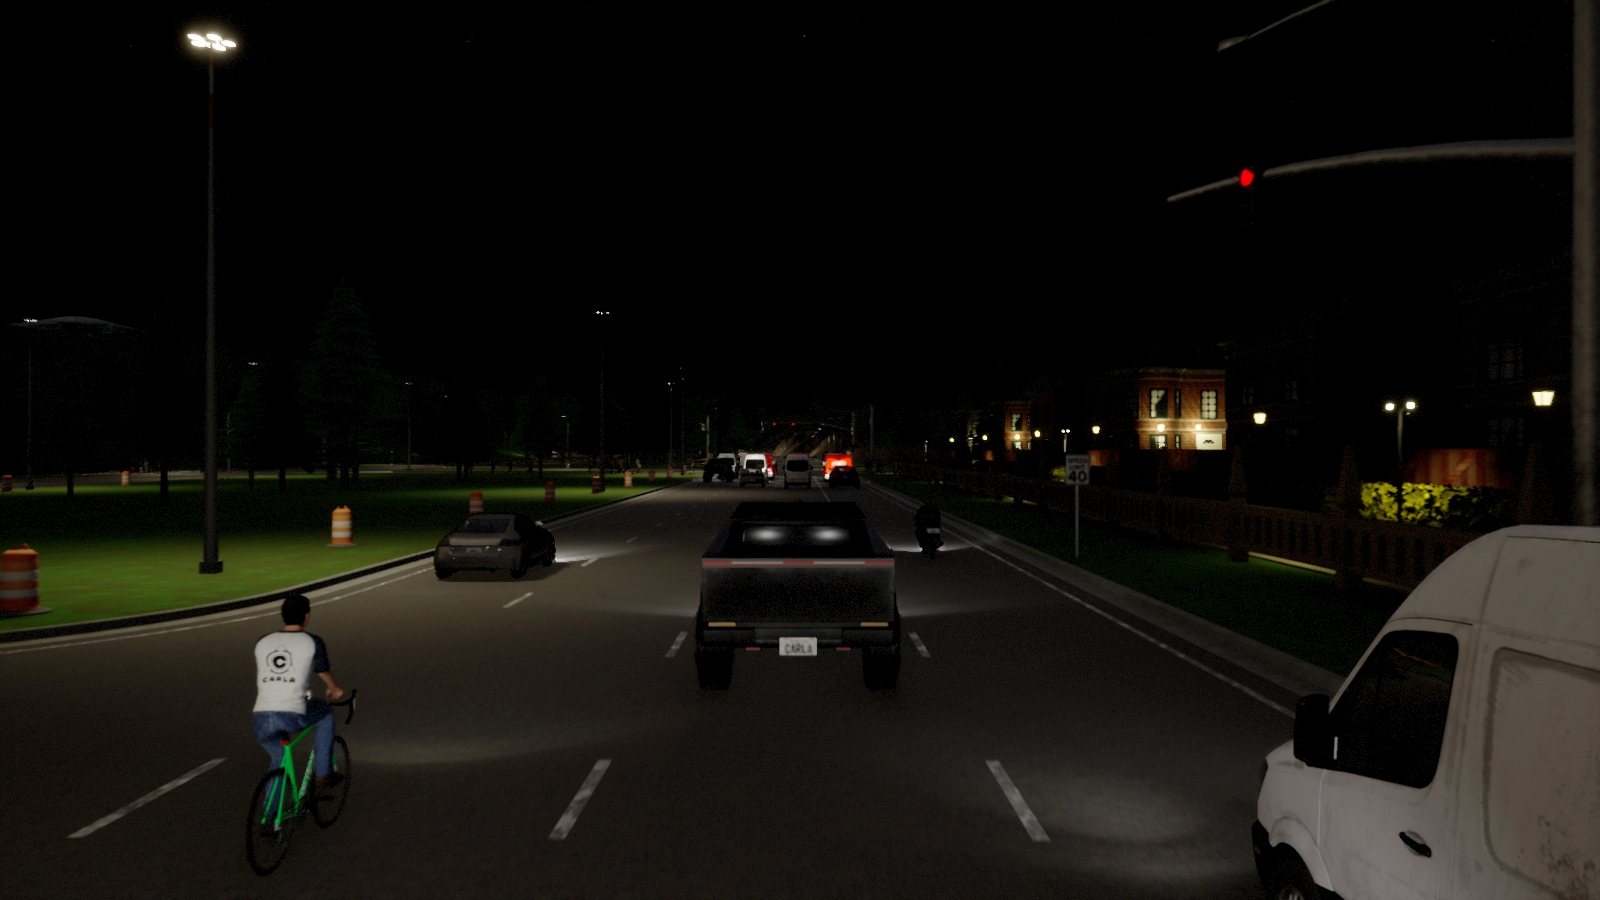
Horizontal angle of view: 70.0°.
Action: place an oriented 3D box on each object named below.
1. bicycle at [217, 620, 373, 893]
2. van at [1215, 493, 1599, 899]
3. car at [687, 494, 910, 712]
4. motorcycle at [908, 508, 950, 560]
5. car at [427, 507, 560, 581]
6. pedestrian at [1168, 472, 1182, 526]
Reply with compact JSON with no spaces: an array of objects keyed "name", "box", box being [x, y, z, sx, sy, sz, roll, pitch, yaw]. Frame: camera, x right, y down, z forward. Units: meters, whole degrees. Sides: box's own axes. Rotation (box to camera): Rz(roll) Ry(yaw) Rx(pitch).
[{"name":"bicycle","box":[-3.510,2.063,8.066,0.373,1.496,1.643,0,0,0]},{"name":"van","box":[3.491,1.538,3.907,1.988,2.561,5.915,0,0,0]},{"name":"car","box":[-0.025,1.765,15.401,2.390,2.098,6.274,0,0,0]},{"name":"motorcycle","box":[3.446,2.227,30.605,0.867,1.251,2.209,0,0,0]},{"name":"car","box":[-7.047,2.138,26.704,1.994,1.385,4.181,0,0,0]},{"name":"pedestrian","box":[13.268,1.729,40.426,0.375,1.860,0.375,0,0,-3]}]
